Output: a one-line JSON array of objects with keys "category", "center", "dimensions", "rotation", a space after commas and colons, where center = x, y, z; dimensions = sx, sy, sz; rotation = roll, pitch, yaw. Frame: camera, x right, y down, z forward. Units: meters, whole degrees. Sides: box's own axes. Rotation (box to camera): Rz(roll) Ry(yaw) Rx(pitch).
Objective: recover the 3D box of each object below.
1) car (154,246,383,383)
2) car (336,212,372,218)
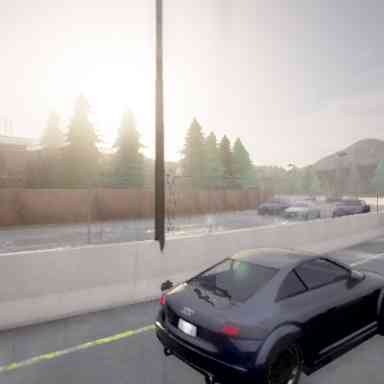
[{"category": "car", "center": [1.518, 1.568, 5.175], "dimensions": [4.181, 1.385, 1.994], "rotation": [0, 0, -38]}, {"category": "car", "center": [12.930, 1.348, 26.745], "dimensions": [2.097, 1.767, 4.553], "rotation": [0, 0, 38]}]
